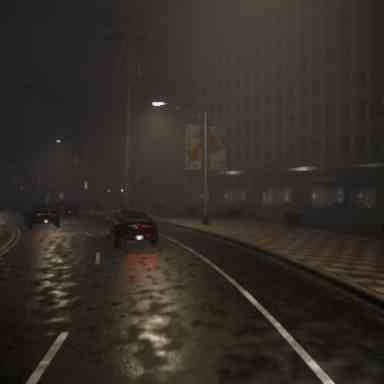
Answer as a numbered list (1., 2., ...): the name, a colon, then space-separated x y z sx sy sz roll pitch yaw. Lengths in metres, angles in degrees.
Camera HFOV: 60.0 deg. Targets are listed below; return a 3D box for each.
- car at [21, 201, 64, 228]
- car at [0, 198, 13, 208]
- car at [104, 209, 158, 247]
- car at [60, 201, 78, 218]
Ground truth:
1. car: -10.382 1.573 22.771 1.837 1.490 4.892 1 -1 -32
2. car: -29.634 1.642 52.031 4.892 1.521 2.231 0 0 44
3. car: -2.878 1.547 15.463 1.837 1.490 4.892 1 0 -19
4. car: -12.208 1.567 30.612 1.882 1.535 5.008 0 0 -41
